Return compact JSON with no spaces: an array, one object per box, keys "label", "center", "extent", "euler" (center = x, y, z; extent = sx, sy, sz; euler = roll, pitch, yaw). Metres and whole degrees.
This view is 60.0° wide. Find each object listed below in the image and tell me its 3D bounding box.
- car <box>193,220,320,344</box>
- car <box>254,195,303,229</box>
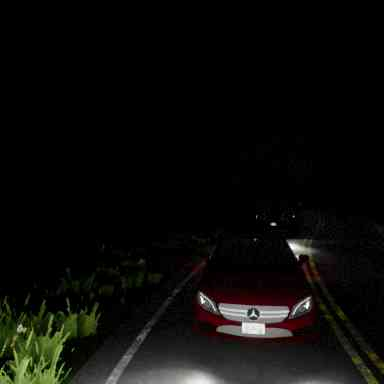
[{"label":"car","center":[1.229,1.534,6.661],"extent":[1.812,1.442,4.674],"euler":[-1,0,11]},{"label":"car","center":[4.999,1.214,18.833],"extent":[2.150,2.045,5.566],"euler":[-2,-1,22]}]
